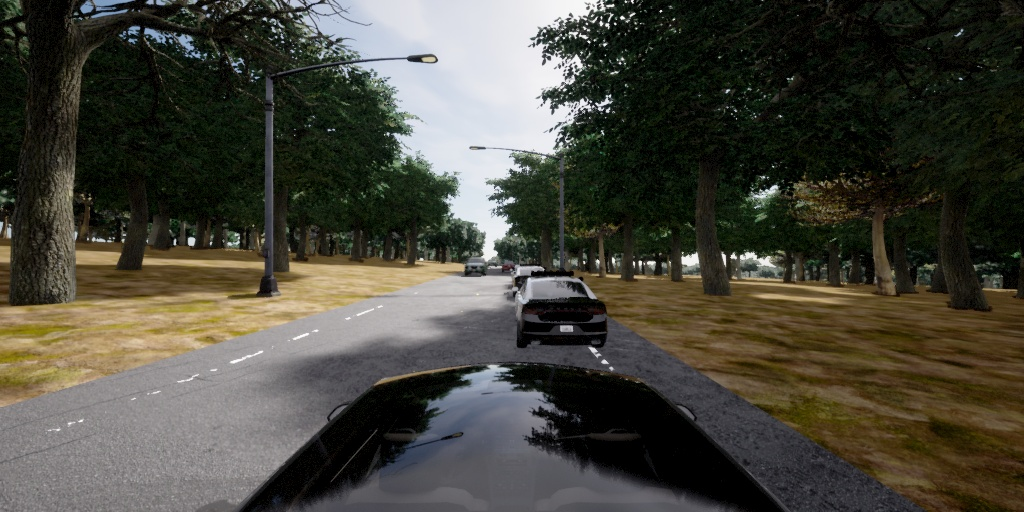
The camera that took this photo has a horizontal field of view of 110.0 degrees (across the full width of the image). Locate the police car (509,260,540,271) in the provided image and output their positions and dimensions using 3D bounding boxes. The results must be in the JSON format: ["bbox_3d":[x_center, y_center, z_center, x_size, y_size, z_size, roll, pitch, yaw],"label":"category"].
[{"bbox_3d":[0.969,1.221,19.451,1.930,1.638,5.238,-1,0,0],"label":"police car"}]

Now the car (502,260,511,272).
[{"bbox_3d":[-0.411,1.407,51.681,2.097,1.767,4.553,0,-1,-1],"label":"car"}]

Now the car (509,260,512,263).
[{"bbox_3d":[0.910,1.298,25.353,1.882,1.535,5.008,-2,0,-1],"label":"car"}]

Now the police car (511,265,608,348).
[{"bbox_3d":[1.035,1.191,9.438,1.930,1.638,5.238,0,0,0],"label":"police car"}]

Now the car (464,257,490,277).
[{"bbox_3d":[-3.890,1.167,39.247,2.150,2.045,5.566,0,0,0],"label":"car"}]
